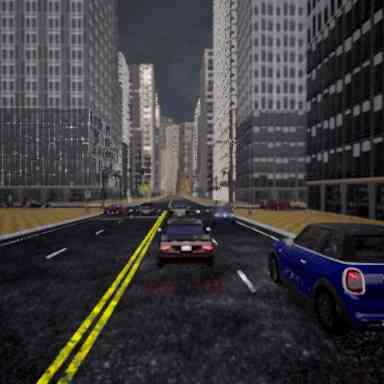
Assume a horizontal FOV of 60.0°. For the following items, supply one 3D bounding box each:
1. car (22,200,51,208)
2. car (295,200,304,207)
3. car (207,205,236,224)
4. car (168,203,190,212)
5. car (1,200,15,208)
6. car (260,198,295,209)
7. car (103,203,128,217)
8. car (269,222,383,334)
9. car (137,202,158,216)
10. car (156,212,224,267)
[{"bbox_3d":[-25.146,1.979,53.744,4.313,1.339,1.947,0,0,-2],"label":"car"},{"bbox_3d":[18.958,2.165,63.662,4.829,1.417,1.752,0,0,-2],"label":"car"},{"bbox_3d":[2.280,1.783,26.724,2.033,1.411,5.357,0,-1,-3],"label":"car"},{"bbox_3d":[-1.170,1.771,30.744,2.128,1.511,4.902,0,-1,-3],"label":"car"},{"bbox_3d":[-30.830,1.957,53.600,4.206,1.307,1.802,0,0,-2],"label":"car"},{"bbox_3d":[13.760,1.979,55.113,5.009,1.841,2.192,0,0,-2],"label":"car"},{"bbox_3d":[-8.087,1.903,35.420,1.994,1.385,4.181,0,-1,-3],"label":"car"},{"bbox_3d":[3.136,1.411,7.038,2.097,1.767,4.553,0,-1,-2],"label":"car"},{"bbox_3d":[-4.912,1.869,37.152,1.812,1.442,4.674,0,-1,-2],"label":"car"},{"bbox_3d":[-0.266,1.659,11.897,2.033,1.411,5.357,0,-1,-2],"label":"car"}]
